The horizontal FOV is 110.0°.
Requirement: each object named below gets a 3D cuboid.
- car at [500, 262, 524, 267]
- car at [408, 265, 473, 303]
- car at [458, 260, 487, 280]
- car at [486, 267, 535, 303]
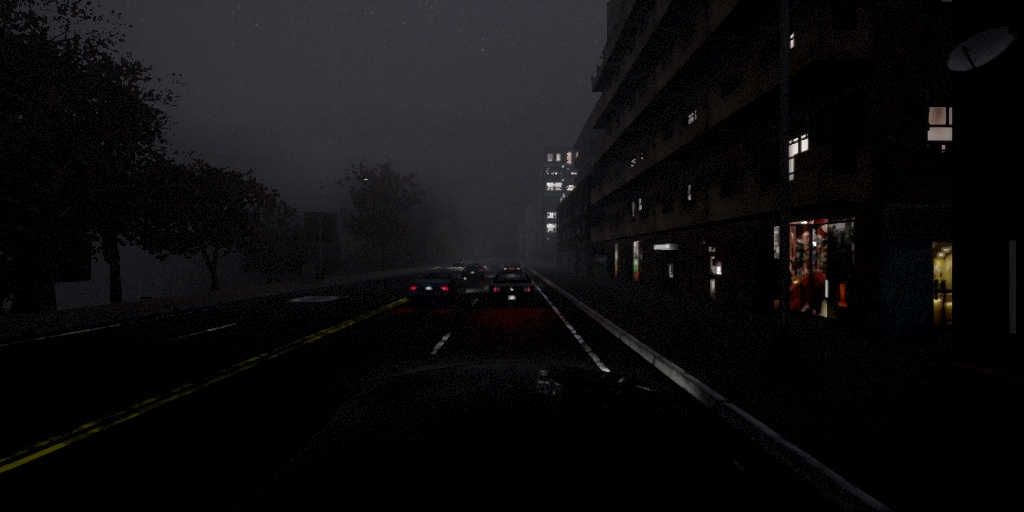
[{"bbox_3d":[0.000,1.251,31.500,2.128,1.511,4.902,0,0,0],"label":"car"},{"bbox_3d":[-3.250,1.315,16.500,2.033,1.411,5.357,0,0,0],"label":"car"},{"bbox_3d":[-3.250,1.329,31.500,1.994,1.385,4.181,0,0,0],"label":"car"},{"bbox_3d":[0.000,1.368,16.530,1.895,1.301,4.718,0,0,0],"label":"car"}]
